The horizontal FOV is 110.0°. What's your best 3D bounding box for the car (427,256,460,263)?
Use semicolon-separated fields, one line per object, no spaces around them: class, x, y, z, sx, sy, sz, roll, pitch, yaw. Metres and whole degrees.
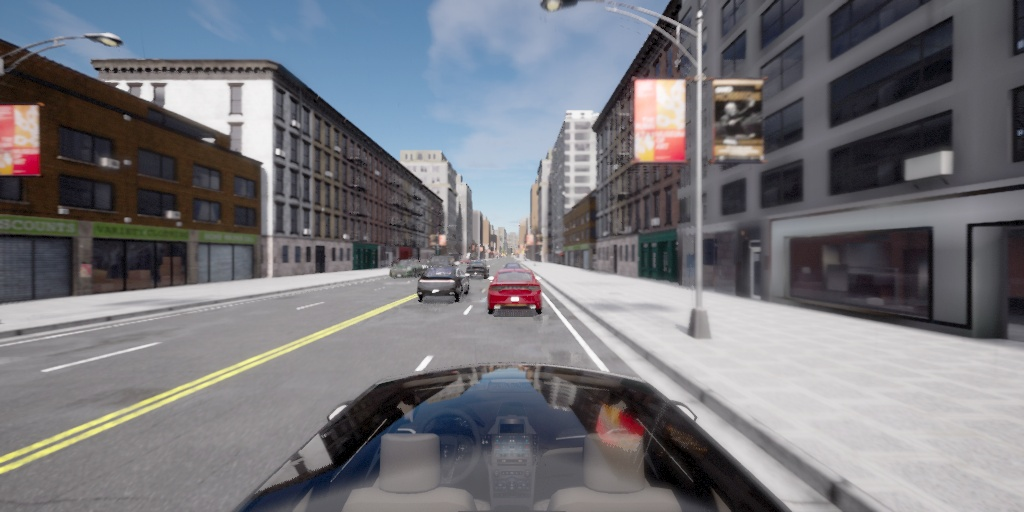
car;-6.598;0.994;33.592;2.150;2.045;5.566;0;-1;0

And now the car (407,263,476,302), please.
car;-3.152;1.247;17.148;2.128;1.511;4.902;0;0;0

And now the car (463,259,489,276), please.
car;-3.151;1.274;33.575;1.837;1.490;4.892;0;0;0

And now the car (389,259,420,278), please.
car;-9.844;1.121;33.565;2.097;1.767;4.553;0;0;0

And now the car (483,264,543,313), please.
car;0.101;1.232;14.017;1.882;1.535;5.008;0;0;0
